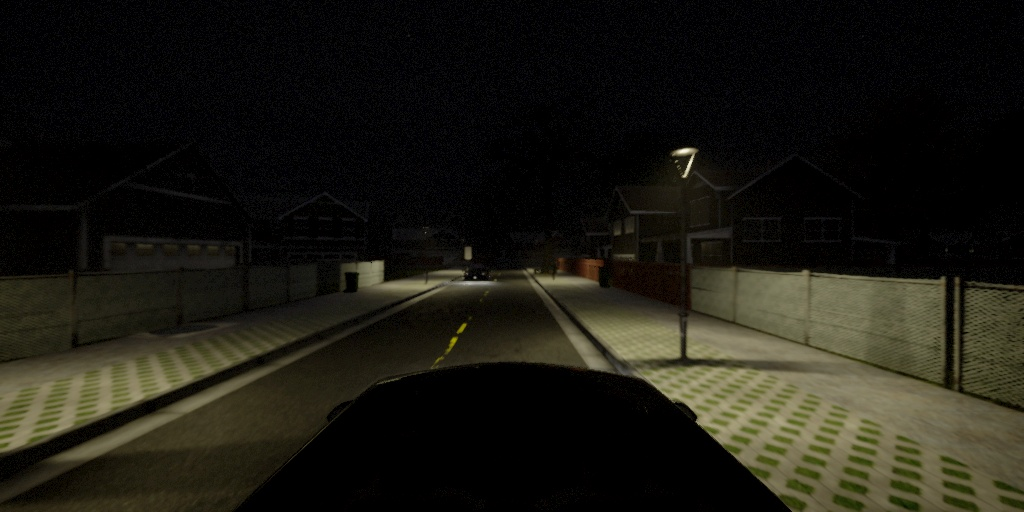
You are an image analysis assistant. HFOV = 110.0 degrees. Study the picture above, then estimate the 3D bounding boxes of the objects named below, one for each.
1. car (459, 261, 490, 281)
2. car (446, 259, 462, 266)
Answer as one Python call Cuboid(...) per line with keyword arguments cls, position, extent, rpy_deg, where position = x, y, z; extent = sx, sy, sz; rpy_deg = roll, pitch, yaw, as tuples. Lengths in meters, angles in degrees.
Cuboid(cls="car", position=(-2.851, 1.280, 30.266), extent=(2.033, 1.411, 5.357), rpy_deg=(0, 0, 0))
Cuboid(cls="car", position=(-8.794, 1.197, 61.384), extent=(4.718, 1.301, 1.895), rpy_deg=(1, 0, -20))
